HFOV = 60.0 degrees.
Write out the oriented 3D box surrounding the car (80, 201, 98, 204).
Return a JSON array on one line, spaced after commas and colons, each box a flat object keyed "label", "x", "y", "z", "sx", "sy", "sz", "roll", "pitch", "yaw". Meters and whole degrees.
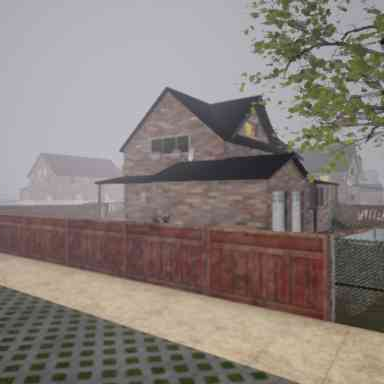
[{"label": "car", "x": -11.230, "y": 1.793, "z": 35.930, "sx": 1.837, "sy": 1.490, "sz": 4.892, "roll": 0, "pitch": 0, "yaw": 35}]
